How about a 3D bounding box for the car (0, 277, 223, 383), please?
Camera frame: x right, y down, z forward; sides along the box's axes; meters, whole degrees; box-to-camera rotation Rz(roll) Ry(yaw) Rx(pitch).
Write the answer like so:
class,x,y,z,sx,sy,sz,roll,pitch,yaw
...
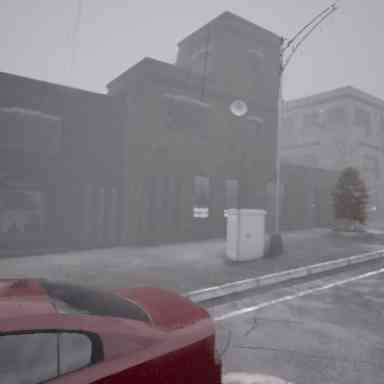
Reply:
class,x,y,z,sx,sy,sz,roll,pitch,yaw
car,-2.061,1.479,2.214,5.008,1.535,1.882,0,0,-36
